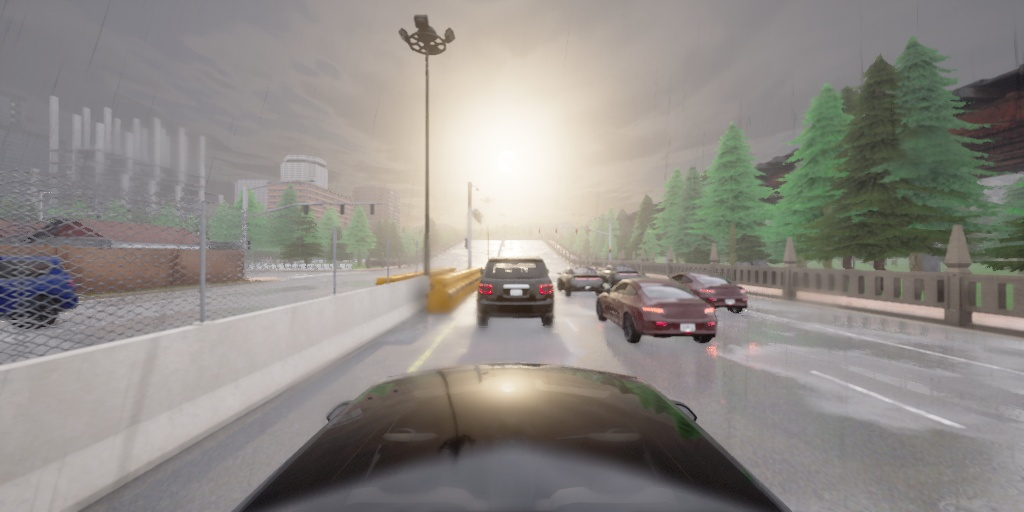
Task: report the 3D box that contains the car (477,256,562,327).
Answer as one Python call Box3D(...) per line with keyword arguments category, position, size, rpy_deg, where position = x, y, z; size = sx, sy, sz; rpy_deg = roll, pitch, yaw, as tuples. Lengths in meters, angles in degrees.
Box3D(category="car", position=(0.099, 1.013, 11.776), size=(2.150, 2.045, 5.566), rpy_deg=(0, 0, 0))

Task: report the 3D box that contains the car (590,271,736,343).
Box3D(category="car", position=(3.601, 1.307, 9.640), size=(1.812, 1.442, 4.674), rpy_deg=(0, 0, 0))

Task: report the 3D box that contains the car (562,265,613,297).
Box3D(category="car", position=(3.598, 1.312, 19.461), size=(2.128, 1.511, 4.902), rpy_deg=(0, 0, 0))

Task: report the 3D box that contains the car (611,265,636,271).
Box3D(category="car", position=(7.096, 1.330, 24.164), size=(2.128, 1.511, 4.902), rpy_deg=(0, 0, 0))

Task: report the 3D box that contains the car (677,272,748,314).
Box3D(category="car", position=(7.087, 1.324, 13.958), size=(1.812, 1.442, 4.674), rpy_deg=(0, 0, 0))

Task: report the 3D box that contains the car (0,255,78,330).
Box3D(category="car", position=(-14.099, 0.997, 8.361), size=(2.150, 2.045, 5.566), rpy_deg=(0, 0, 0))
